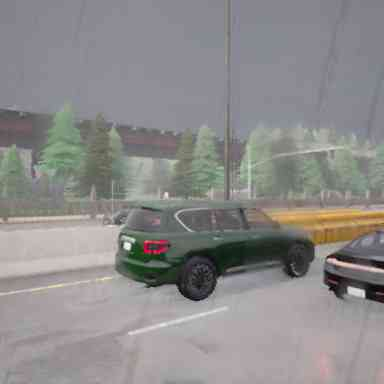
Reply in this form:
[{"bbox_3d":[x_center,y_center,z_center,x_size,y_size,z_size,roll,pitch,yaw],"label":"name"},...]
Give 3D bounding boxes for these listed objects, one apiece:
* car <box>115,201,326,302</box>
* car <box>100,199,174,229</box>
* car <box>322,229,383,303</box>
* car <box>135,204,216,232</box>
[{"bbox_3d":[0.808,1.258,8.624,5.566,2.045,2.150,0,0,-36],"label":"car"},{"bbox_3d":[-3.714,1.415,22.737,4.553,1.767,2.097,0,0,-35],"label":"car"},{"bbox_3d":[4.833,1.543,7.196,4.902,1.511,2.128,0,0,-36],"label":"car"},{"bbox_3d":[-0.931,1.513,20.407,4.674,1.442,1.812,0,0,-36],"label":"car"}]
